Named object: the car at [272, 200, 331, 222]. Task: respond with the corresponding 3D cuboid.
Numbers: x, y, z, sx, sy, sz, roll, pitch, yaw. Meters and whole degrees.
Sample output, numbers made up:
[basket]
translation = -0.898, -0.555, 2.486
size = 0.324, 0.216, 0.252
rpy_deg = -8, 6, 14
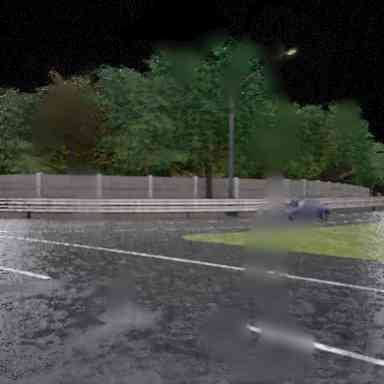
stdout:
[car]
translation = 7.836, 1.284, 23.630
size = 4.674, 1.442, 1.812
rpy_deg = 0, 1, -28
